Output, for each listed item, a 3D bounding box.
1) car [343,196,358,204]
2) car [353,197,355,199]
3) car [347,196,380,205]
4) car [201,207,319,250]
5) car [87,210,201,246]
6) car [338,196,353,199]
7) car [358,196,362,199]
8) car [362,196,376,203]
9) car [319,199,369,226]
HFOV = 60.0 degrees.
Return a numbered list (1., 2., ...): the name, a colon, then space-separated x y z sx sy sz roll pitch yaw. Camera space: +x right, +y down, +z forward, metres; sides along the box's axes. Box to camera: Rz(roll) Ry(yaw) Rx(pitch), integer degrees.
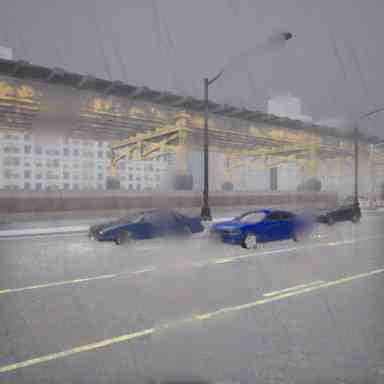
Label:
1. car: 26.781 1.295 56.228 1.853 1.218 4.536 0 0 19
2. car: 22.962 1.453 53.575 4.974 1.542 2.038 0 0 9
3. car: 30.754 1.453 59.853 4.974 1.542 2.038 0 0 -6
4. car: 3.074 1.477 14.521 5.008 1.535 1.882 0 0 -34
5. car: -1.943 1.547 15.351 5.357 1.411 2.033 0 0 -34
6. car: 22.910 1.295 53.583 4.536 1.218 1.853 0 0 9
7. car: 26.764 1.453 56.179 2.038 1.542 4.974 0 0 19
8. car: 30.703 1.295 59.847 4.536 1.218 1.853 0 0 -6
9. car: 9.970 1.490 23.458 4.902 1.511 2.128 0 0 -34
